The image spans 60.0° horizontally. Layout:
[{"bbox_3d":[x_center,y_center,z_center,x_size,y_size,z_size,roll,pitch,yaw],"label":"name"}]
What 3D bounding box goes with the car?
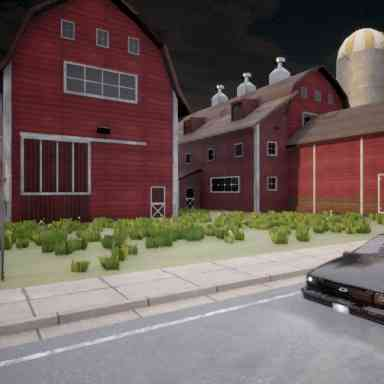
[{"bbox_3d":[4.716,1.547,6.958,5.357,1.411,2.033,0,0,-32],"label":"car"}]
